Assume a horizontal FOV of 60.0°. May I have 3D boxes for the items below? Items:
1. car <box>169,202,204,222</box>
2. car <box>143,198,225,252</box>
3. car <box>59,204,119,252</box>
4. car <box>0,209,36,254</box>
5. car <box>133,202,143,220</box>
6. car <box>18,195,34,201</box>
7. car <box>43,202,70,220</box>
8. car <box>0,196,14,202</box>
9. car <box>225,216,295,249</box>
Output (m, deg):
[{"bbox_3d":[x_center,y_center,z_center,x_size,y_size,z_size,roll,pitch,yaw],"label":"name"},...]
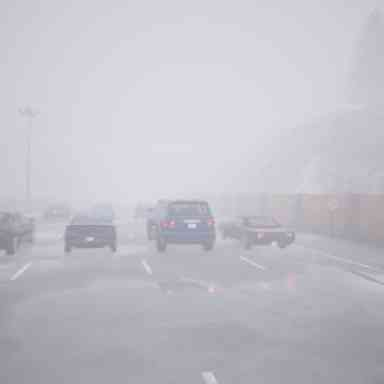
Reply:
[{"bbox_3d":[-0.616,1.712,29.574,2.033,1.411,5.357,1,0,-13],"label":"car"},{"bbox_3d":[-0.641,1.291,14.432,2.150,2.045,5.566,1,0,-14],"label":"car"},{"bbox_3d":[-4.144,1.484,14.032,1.882,1.535,5.008,1,0,-14],"label":"car"},{"bbox_3d":[-7.499,1.445,13.010,1.837,1.490,4.892,1,0,-14],"label":"car"},{"bbox_3d":[-4.128,1.575,29.261,1.882,1.535,5.008,1,0,-13],"label":"car"},{"bbox_3d":[-29.414,1.329,59.199,1.812,1.442,4.674,1,0,-14],"label":"car"},{"bbox_3d":[-10.909,1.524,27.508,1.994,1.385,4.181,1,0,-13],"label":"car"},{"bbox_3d":[-32.799,1.332,58.311,1.895,1.301,4.718,1,0,-14],"label":"car"},{"bbox_3d":[2.727,1.744,15.364,1.895,1.301,4.718,1,0,-14],"label":"car"}]
